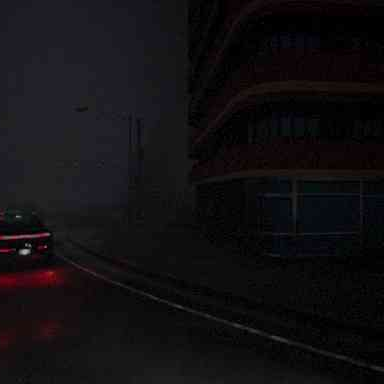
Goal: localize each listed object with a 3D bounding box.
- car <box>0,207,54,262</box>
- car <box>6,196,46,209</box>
[{"bbox_3d":[-6.123,1.490,11.452,2.128,1.511,4.902,0,0,-35],"label":"car"},{"bbox_3d":[-10.077,1.352,19.915,2.097,1.767,4.553,0,0,-20],"label":"car"}]
